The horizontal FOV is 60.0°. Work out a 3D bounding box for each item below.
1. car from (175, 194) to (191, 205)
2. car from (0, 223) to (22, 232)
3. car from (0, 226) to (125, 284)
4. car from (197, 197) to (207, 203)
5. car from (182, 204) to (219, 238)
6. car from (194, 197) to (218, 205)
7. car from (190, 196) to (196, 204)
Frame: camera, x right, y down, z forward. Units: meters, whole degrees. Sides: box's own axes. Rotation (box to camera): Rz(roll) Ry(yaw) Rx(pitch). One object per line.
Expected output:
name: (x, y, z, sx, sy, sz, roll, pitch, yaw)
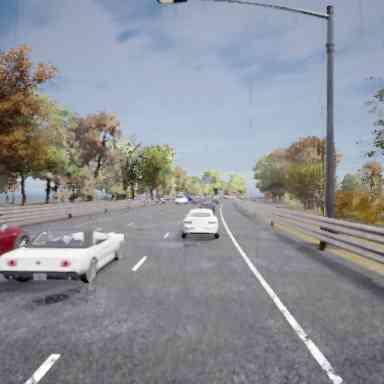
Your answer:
car: (-2.254, 1.688, 72.307, 2.150, 2.045, 5.566, 0, 0, 7)
car: (-6.846, 1.394, 10.041, 2.097, 1.767, 4.553, 0, 0, 2)
car: (-3.361, 1.651, 9.750, 1.895, 1.301, 4.718, 0, 0, 2)
car: (2.476, 1.928, 82.142, 2.128, 1.511, 4.902, 0, 0, 8)
car: (0.492, 1.641, 18.368, 1.812, 1.442, 4.674, 0, 0, 3)
car: (1.776, 1.745, 39.542, 2.128, 1.511, 4.902, 0, 0, 4)
car: (1.268, 2.025, 72.311, 1.994, 1.385, 4.181, 0, 0, 7)
